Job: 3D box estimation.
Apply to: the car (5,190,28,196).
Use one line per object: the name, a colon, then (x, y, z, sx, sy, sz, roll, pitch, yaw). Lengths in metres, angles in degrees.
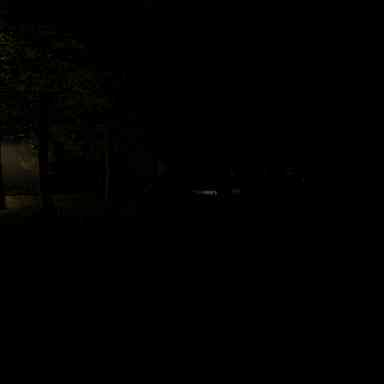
car: (-34.064, 0.233, 64.467, 1.994, 1.385, 4.181, -3, 0, 34)
